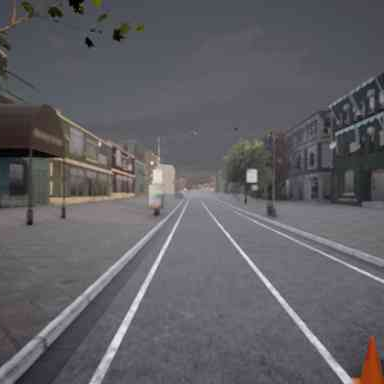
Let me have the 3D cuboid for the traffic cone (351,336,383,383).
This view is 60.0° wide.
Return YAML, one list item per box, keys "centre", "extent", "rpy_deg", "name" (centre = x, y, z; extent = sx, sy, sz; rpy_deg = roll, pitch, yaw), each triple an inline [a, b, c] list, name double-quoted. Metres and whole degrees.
- centre: [2.087, 1.970, 3.854]
  extent: [0.340, 0.580, 0.340]
  rpy_deg: [0, 0, 0]
  name: "traffic cone"
